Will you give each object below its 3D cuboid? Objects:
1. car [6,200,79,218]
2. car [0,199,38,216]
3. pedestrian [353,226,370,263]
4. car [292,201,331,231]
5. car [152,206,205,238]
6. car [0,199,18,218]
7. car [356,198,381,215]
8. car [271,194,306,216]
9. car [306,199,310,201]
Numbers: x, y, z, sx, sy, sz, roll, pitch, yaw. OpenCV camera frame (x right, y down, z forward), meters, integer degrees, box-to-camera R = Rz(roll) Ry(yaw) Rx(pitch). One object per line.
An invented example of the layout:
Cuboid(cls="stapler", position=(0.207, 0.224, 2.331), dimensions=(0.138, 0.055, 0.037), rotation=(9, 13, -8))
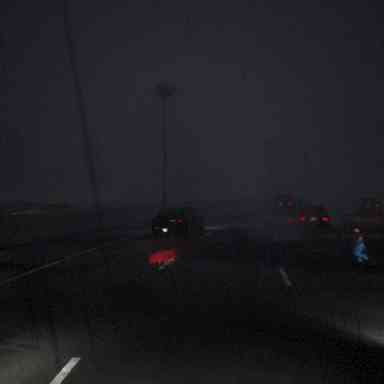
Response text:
Cuboid(cls="car", position=(-10.098, 1.477, 23.438), dimensions=(1.882, 1.535, 5.008), rotation=(0, 0, 19))
Cuboid(cls="car", position=(-17.883, 1.477, 32.660), dimensions=(1.882, 1.535, 5.008), rotation=(0, 0, 23))
Cuboid(cls="pedestrian", position=(5.240, 1.574, 10.394), dimensions=(0.375, 1.300, 0.375), rotation=(0, 0, 11))
Cuboid(cls="car", position=(7.580, 1.547, 20.707), dimensions=(2.033, 1.411, 5.357), rotation=(0, 0, 20))
Cuboid(cls="car", position=(-0.614, 1.505, 17.901), dimensions=(1.837, 1.490, 4.892), rotation=(0, 0, 15))
Cuboid(cls="car", position=(-12.709, 1.505, 26.528), dimensions=(1.837, 1.490, 4.892), rotation=(0, 0, 19))
Cuboid(cls="car", position=(18.046, 1.352, 34.020), dimensions=(2.097, 1.767, 4.553), rotation=(0, 0, 28))
Cuboid(cls="car", position=(9.354, 1.221, 32.654), dimensions=(2.150, 2.045, 5.566), rotation=(0, 0, 28))
Cuboid(cls="car", position=(13.844, 1.564, 40.962), dimensions=(1.994, 1.385, 4.181), rotation=(0, 0, 28))
